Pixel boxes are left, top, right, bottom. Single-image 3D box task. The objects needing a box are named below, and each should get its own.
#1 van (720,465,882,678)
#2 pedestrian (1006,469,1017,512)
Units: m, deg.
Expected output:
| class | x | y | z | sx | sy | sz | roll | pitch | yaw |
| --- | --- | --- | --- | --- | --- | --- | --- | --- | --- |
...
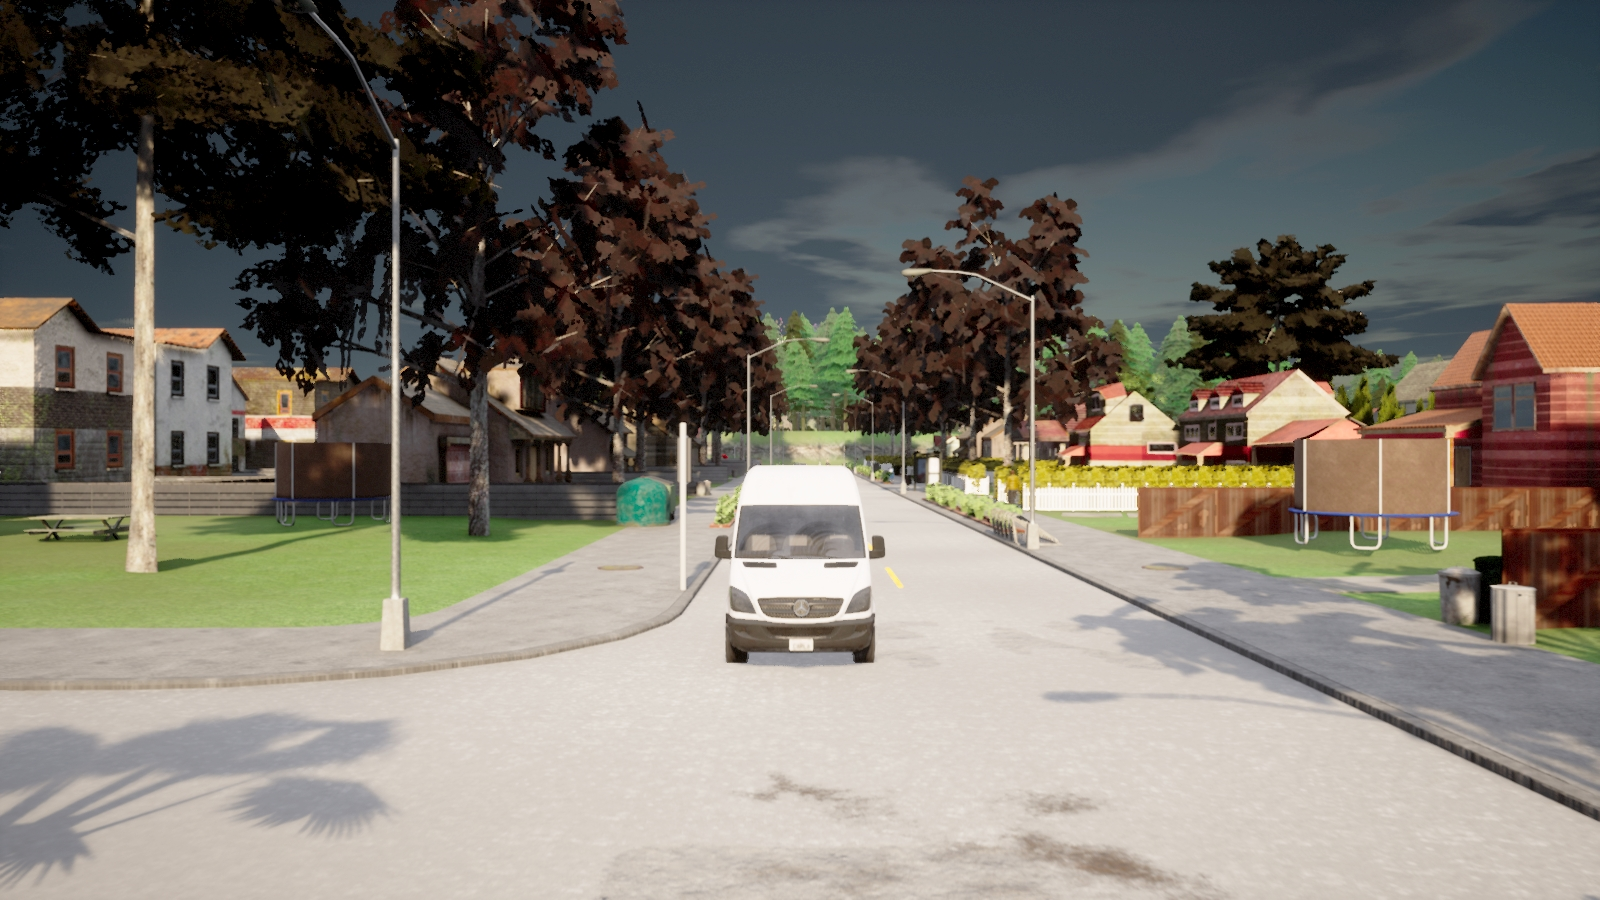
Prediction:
| class | x | y | z | sx | sy | sz | roll | pitch | yaw |
| --- | --- | --- | --- | --- | --- | --- | --- | --- | --- |
| van | 0.000 | 1.535 | 17.025 | 1.988 | 2.561 | 5.915 | 0 | 0 | 0 |
| pedestrian | 9.190 | 1.744 | 49.666 | 0.375 | 1.860 | 0.375 | 0 | 0 | -2 |
